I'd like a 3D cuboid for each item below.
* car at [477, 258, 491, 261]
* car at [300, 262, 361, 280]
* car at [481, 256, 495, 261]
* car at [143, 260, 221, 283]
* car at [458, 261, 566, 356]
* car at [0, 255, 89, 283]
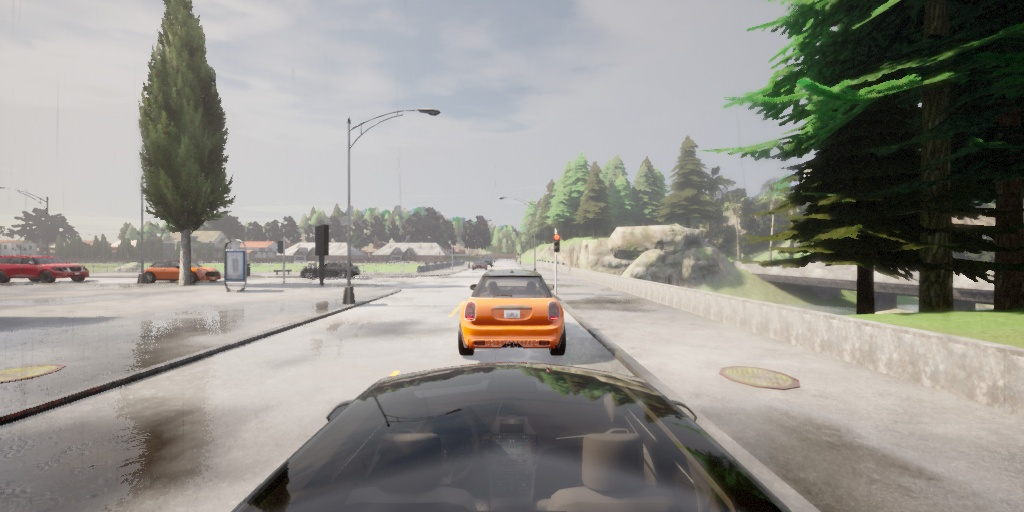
[{"bbox_3d":[-4.541,1.312,51.212,1.994,1.385,4.181,0,0,0],"label":"car"},{"bbox_3d":[-15.780,1.254,31.254,4.892,1.490,1.837,0,1,-1],"label":"car"},{"bbox_3d":[-4.618,0.963,64.904,2.150,2.045,5.566,0,1,1],"label":"car"},{"bbox_3d":[-24.712,1.101,26.987,4.553,1.767,2.097,0,0,-1],"label":"car"},{"bbox_3d":[-0.001,1.102,8.805,2.097,1.767,4.553,0,0,0],"label":"car"},{"bbox_3d":[-35.393,0.971,26.884,5.566,2.045,2.150,0,0,0],"label":"car"}]
